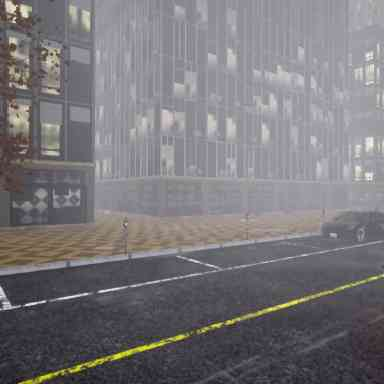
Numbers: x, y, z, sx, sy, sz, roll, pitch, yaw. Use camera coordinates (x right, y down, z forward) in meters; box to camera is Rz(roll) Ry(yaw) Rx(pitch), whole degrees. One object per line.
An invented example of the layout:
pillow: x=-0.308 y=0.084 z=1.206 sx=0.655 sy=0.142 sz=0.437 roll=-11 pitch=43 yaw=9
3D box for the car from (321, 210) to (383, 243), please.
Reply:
car: x=8.140 y=1.564 z=16.226 sx=4.313 sy=1.339 sz=1.947 roll=0 pitch=0 yaw=-36

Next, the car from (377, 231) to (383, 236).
car: x=6.710 y=1.600 z=8.097 sx=4.718 sy=1.301 sz=1.895 roll=0 pitch=0 yaw=-35
